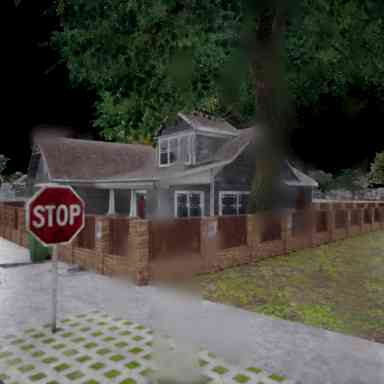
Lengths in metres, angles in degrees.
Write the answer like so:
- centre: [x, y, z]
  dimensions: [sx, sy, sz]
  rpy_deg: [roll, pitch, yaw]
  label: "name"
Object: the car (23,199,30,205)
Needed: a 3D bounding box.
- centre: [-31.791, 2.019, 64.918]
  dimensions: [1.994, 1.385, 4.181]
  rpy_deg: [1, -1, 3]
  label: "car"
